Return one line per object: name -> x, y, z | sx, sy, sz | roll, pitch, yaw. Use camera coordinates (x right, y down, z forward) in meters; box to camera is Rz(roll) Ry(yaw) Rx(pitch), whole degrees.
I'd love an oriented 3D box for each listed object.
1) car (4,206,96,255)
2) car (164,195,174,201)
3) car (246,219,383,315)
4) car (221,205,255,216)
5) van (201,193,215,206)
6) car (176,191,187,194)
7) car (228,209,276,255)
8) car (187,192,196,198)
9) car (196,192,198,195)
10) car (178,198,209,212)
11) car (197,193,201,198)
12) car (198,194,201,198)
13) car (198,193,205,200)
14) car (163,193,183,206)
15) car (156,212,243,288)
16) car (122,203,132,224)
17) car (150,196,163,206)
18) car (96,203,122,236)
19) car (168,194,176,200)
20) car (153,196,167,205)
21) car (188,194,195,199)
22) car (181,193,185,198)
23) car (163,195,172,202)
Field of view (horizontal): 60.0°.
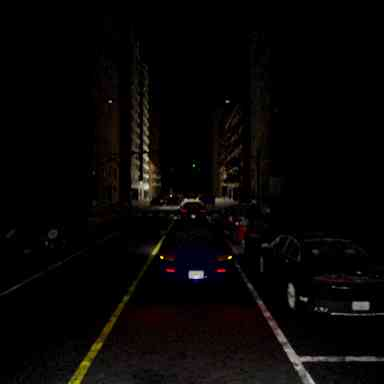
car -> -5.397, 1.410, 12.869 | 1.967, 1.590, 4.097 | 0, 0, 0
car -> -5.438, 1.371, 79.397 | 1.947, 1.339, 4.313 | 0, 0, 0
car -> 2.631, 1.533, 7.363 | 2.008, 1.369, 4.403 | 0, 0, 0
car -> 2.624, 1.397, 18.401 | 1.967, 1.590, 4.097 | 0, 0, 0
van -> 2.604, 1.221, 51.000 | 1.690, 1.788, 3.998 | 0, 0, 0
car -> -2.796, 1.055, 71.414 | 2.150, 2.045, 5.566 | 0, 0, 0
car -> 2.628, 1.552, 12.882 | 1.802, 1.307, 4.206 | 0, 0, 0
car -> -0.051, 1.151, 81.098 | 2.097, 1.767, 4.553 | 0, 0, 0
car -> 2.587, 1.120, 79.407 | 2.192, 1.841, 5.009 | 0, 0, 0
car -> 0.076, 1.467, 24.989 | 1.812, 1.442, 4.674 | 0, 0, 0
car -> 2.591, 1.405, 73.726 | 1.802, 1.307, 4.206 | 0, 0, 0
car -> 2.598, 1.435, 62.363 | 1.802, 1.307, 4.206 | 0, 0, 0
car -> 2.580, 1.211, 90.769 | 1.967, 1.590, 4.097 | 0, 0, 0
car -> -2.869, 1.358, 50.996 | 1.882, 1.535, 5.008 | 0, 0, 0
car -> 0.092, 1.504, 9.067 | 1.812, 1.442, 4.674 | 0, 0, 0
car -> -5.404, 1.495, 23.906 | 2.008, 1.369, 4.403 | 0, 0, 0
car -> -5.421, 1.431, 50.987 | 2.008, 1.369, 4.403 | 0, 0, 0
car -> -5.401, 1.483, 18.217 | 1.752, 1.417, 4.829 | 0, 0, 0
car -> -5.445, 1.337, 90.760 | 1.947, 1.339, 4.313 | 0, 0, 0
car -> -5.424, 1.411, 56.669 | 1.887, 1.381, 4.507 | 0, 0, 0
car -> -0.058, 1.236, 91.130 | 1.812, 1.442, 4.674 | 0, 0, 0
car -> -2.836, 1.404, 60.903 | 2.033, 1.411, 5.357 | 0, 0, 1
car -> -5.434, 1.349, 73.545 | 1.752, 1.417, 4.829 | 0, 0, 0
